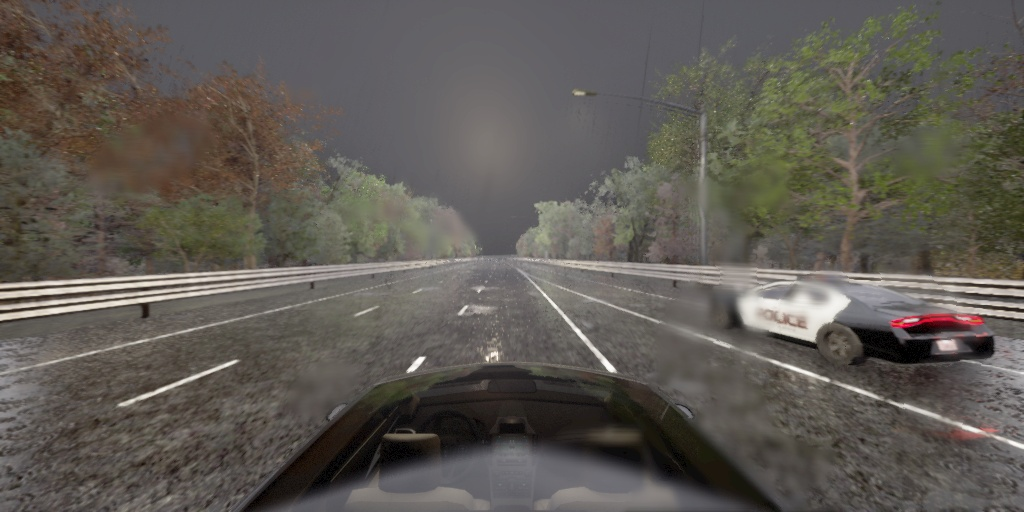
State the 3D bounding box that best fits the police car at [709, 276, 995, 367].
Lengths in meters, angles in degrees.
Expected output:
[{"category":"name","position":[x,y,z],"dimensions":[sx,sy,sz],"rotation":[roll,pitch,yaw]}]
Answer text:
[{"category":"police car","position":[6.592,1.232,8.065],"dimensions":[2.038,1.542,4.974],"rotation":[0,0,-7]}]
